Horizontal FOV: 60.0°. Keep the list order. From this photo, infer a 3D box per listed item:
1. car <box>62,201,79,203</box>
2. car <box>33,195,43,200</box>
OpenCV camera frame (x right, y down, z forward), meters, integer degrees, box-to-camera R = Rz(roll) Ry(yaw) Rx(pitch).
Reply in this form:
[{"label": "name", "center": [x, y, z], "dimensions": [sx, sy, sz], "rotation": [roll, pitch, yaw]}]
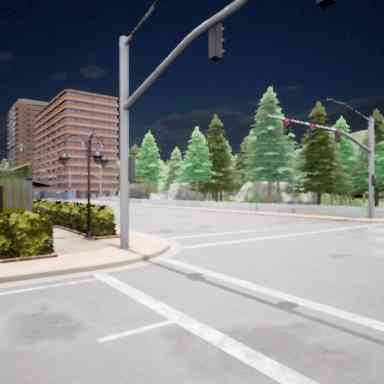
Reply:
[{"label": "car", "center": [-12.774, 1.587, 35.214], "dimensions": [1.895, 1.301, 4.718], "rotation": [0, 0, -36]}, {"label": "car", "center": [-23.491, 1.603, 49.833], "dimensions": [2.033, 1.411, 5.357], "rotation": [0, 0, -37]}]
